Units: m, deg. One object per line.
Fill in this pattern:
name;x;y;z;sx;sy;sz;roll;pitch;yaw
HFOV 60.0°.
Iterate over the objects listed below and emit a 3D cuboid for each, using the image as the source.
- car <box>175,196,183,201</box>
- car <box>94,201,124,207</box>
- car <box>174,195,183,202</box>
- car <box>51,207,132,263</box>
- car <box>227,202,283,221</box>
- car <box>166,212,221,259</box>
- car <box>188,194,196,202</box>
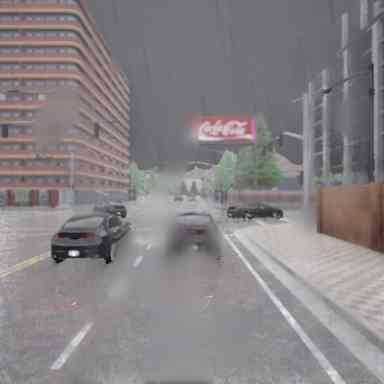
car;-3.565;1.705;93.694;1.895;1.301;4.718;0;0;-6
car;-7.395;1.557;29.479;1.837;1.490;4.892;2;-1;-34
car;-3.556;1.644;84.588;1.837;1.490;4.892;0;0;0
car;-3.434;1.527;12.096;1.837;1.490;4.892;0;0;0
car;5.208;1.553;27.174;4.892;1.490;1.837;0;-4;-26
car;0.069;1.527;12.782;1.837;1.490;4.892;0;0;0
car;-0.055;1.738;84.035;1.895;1.301;4.718;0;0;0
